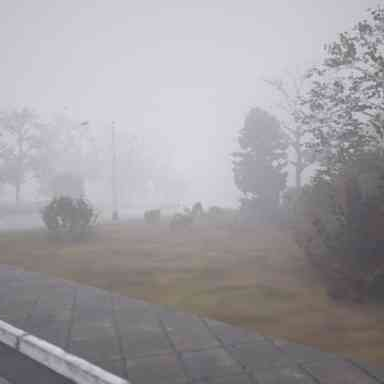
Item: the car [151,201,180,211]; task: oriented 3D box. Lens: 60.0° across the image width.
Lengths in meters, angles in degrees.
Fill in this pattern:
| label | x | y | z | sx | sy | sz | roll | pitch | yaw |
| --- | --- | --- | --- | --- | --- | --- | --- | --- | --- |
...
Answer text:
| label | x | y | z | sx | sy | sz | roll | pitch | yaw |
| --- | --- | --- | --- | --- | --- | --- | --- | --- | --- |
| car | -3.777 | 1.979 | 48.103 | 1.895 | 1.301 | 4.718 | -2 | -1 | 32 |
